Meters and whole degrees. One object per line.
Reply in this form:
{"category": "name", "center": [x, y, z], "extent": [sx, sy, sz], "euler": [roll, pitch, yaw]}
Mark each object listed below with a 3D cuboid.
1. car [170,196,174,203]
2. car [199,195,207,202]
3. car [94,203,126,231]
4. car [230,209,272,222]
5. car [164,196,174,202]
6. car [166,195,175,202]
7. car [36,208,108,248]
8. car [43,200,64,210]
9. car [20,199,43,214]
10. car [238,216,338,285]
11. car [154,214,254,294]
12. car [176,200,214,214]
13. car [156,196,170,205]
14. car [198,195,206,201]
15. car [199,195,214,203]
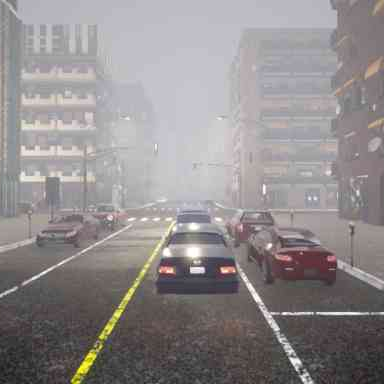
{"category": "car", "center": [-5.277, 1.536, 69.714], "extent": [1.752, 1.417, 4.829], "euler": [1, 0, 0]}
{"category": "car", "center": [2.608, 1.556, 81.253], "extent": [1.887, 1.381, 4.507], "euler": [1, 0, 0]}
{"category": "car", "center": [-5.305, 1.445, 20.329], "extent": [1.967, 1.590, 4.097], "euler": [1, 0, 0]}
{"category": "car", "center": [2.582, 1.444, 14.799], "extent": [1.967, 1.590, 4.097], "euler": [1, 0, 0]}
{"category": "car", "center": [-5.275, 1.577, 75.555], "extent": [1.947, 1.339, 4.313], "euler": [1, 0, 0]}
{"category": "car", "center": [-5.272, 1.556, 81.226], "extent": [1.887, 1.381, 4.507], "euler": [1, 0, 0]}
{"category": "car", "center": [-5.305, 1.585, 14.780], "extent": [1.802, 1.307, 4.206], "euler": [1, 0, 0]}
{"category": "car", "center": [-17.607, 1.591, 39.721], "extent": [4.313, 1.339, 1.947], "euler": [0, -1, 0]}
{"category": "car", "center": [-17.549, 1.241, 31.845], "extent": [5.009, 1.841, 2.192], "euler": [0, -1, 0]}
{"category": "car", "center": [2.578, 1.584, 9.250], "extent": [1.802, 1.307, 4.206], "euler": [1, 0, 0]}
{"category": "car", "center": [0.104, 1.550, 8.905], "extent": [2.033, 1.411, 5.357], "euler": [0, 0, 0]}
{"category": "car", "center": [0.101, 1.482, 19.547], "extent": [1.882, 1.535, 5.008], "euler": [0, 0, 0]}
{"category": "car", "center": [-5.282, 1.535, 58.372], "extent": [1.752, 1.417, 4.829], "euler": [1, 0, 0]}
{"category": "car", "center": [2.610, 1.563, 86.923], "extent": [2.008, 1.369, 4.403], "euler": [1, 0, 0]}
{"category": "car", "center": [2.596, 1.560, 52.898], "extent": [2.008, 1.369, 4.403], "euler": [1, 0, 0]}
